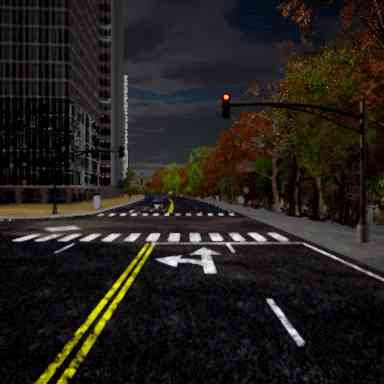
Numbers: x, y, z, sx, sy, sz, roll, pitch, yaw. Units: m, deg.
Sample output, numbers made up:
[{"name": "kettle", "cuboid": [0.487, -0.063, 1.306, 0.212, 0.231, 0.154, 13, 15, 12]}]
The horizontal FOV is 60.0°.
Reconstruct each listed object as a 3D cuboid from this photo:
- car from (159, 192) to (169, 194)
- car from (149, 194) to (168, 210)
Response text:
[{"name": "car", "cuboid": [-5.258, 1.335, 60.659, 2.128, 1.511, 4.902, 0, 1, -4]}, {"name": "car", "cuboid": [-4.186, 1.411, 40.962, 2.128, 1.511, 4.902, 0, 1, -3]}]
